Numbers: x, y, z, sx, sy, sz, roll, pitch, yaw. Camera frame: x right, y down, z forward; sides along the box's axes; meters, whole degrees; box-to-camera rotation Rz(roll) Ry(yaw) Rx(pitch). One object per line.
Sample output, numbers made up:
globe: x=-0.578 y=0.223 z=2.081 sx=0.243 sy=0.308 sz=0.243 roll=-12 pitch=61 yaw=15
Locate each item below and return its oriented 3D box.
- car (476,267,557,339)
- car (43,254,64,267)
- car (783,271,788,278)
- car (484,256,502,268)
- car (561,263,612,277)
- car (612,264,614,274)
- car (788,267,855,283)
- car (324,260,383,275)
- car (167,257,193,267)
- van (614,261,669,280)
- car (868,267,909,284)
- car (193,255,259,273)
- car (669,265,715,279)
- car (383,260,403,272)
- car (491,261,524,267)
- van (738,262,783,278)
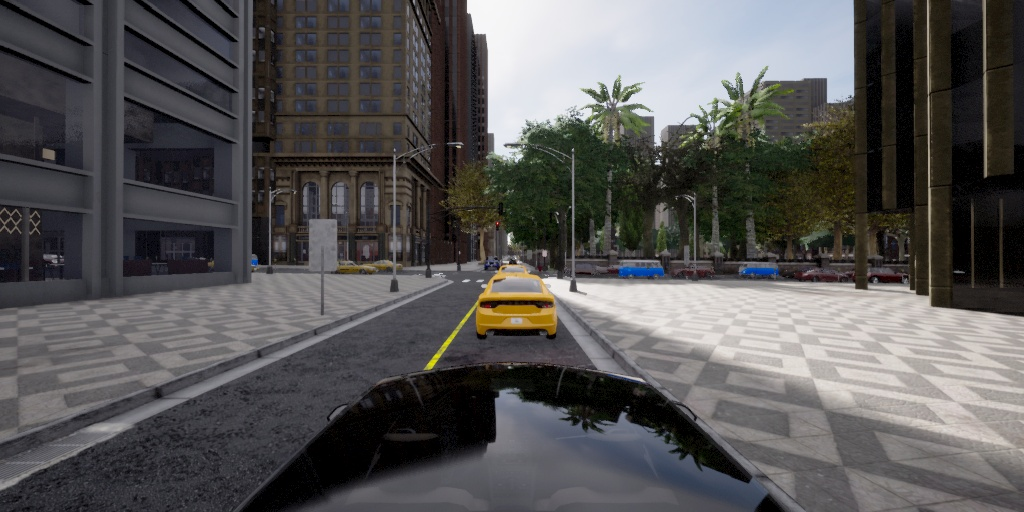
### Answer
car: x=0.112 y=1.230 z=10.116 sx=1.882 sy=1.535 sz=5.008 roll=0 pitch=0 yaw=0
car: x=-43.496 y=0.508 z=33.511 sx=4.097 sy=1.591 sz=1.967 roll=0 pitch=0 yaw=0
car: x=32.535 y=1.895 z=38.894 sx=5.357 sy=1.411 sz=2.033 roll=1 pitch=0 yaw=0
car: x=-2.974 y=1.036 z=54.571 sx=2.150 sy=2.045 sz=5.566 roll=0 pitch=0 yaw=0
car: x=7.758 y=1.488 z=39.311 sx=5.357 sy=1.411 sz=2.033 roll=1 pitch=0 yaw=6
car: x=11.985 y=1.606 z=41.690 sx=4.207 sy=1.307 sz=1.802 roll=0 pitch=0 yaw=0
car: x=28.513 y=1.830 z=33.061 sx=4.207 sy=1.307 sz=1.802 roll=0 pitch=0 yaw=0
car: x=-14.974 y=1.053 z=33.333 sx=4.829 sy=1.417 sz=1.751 roll=0 pitch=0 yaw=0
car: x=-37.780 y=0.774 z=42.001 sx=4.313 sy=1.339 sz=1.948 roll=0 pitch=0 yaw=0
van: x=11.943 y=1.315 z=33.165 sx=3.998 sy=1.789 sz=1.690 roll=0 pitch=0 yaw=0
car: x=34.037 y=1.779 z=33.027 sx=4.097 sy=1.591 sz=1.967 roll=0 pitch=0 yaw=0
car: x=-26.315 y=0.868 z=33.404 sx=4.829 sy=1.417 sz=1.751 roll=0 pitch=0 yaw=0
car: x=19.501 y=1.659 z=38.982 sx=4.674 sy=1.442 sz=1.812 roll=1 pitch=0 yaw=0
car: x=-15.271 y=1.102 z=41.860 sx=4.829 sy=1.417 sz=1.751 roll=0 pitch=0 yaw=0
car: x=0.043 y=1.235 z=20.177 sx=1.882 sy=1.535 sz=5.008 roll=0 pitch=0 yaw=0
van: x=28.555 y=1.638 z=41.587 sx=3.998 sy=1.789 sz=1.690 roll=0 pitch=0 yaw=0
